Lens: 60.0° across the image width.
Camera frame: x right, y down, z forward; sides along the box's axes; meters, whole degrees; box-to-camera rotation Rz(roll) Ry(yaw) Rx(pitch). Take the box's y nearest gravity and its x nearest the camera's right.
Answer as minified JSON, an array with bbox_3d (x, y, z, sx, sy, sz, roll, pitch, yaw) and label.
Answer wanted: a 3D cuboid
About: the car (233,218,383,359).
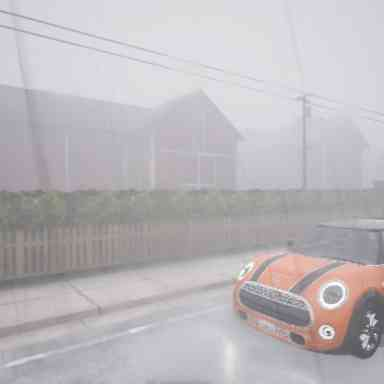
[{"bbox_3d":[2.900,1.317,6.050,4.553,1.767,2.097,0,0,-35],"label":"car"}]
